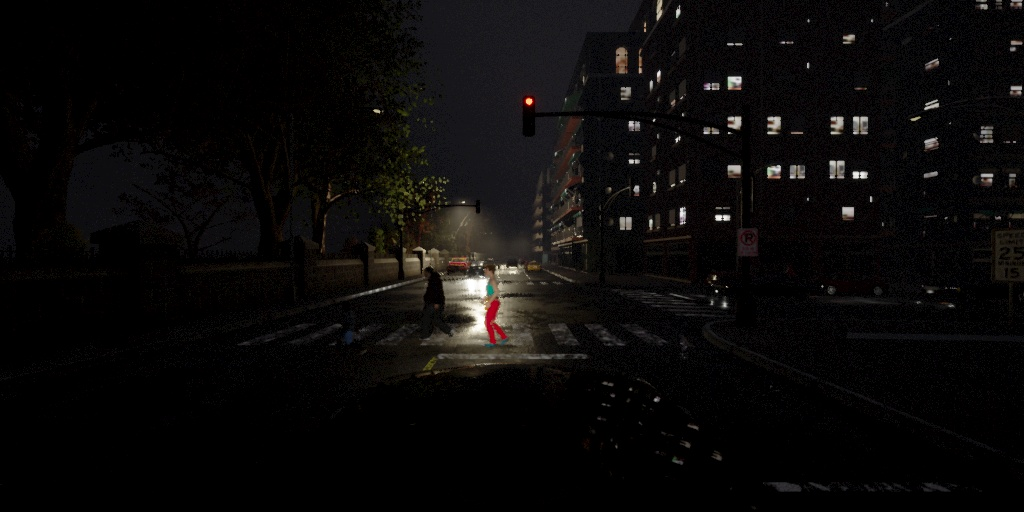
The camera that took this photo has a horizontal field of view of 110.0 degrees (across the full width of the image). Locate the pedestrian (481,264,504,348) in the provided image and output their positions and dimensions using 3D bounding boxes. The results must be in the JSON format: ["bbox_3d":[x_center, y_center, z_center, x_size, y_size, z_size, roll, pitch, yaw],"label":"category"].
[{"bbox_3d":[-0.419,1.043,7.805,0.375,1.860,0.375,0,0,0],"label":"pedestrian"}]

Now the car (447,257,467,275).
[{"bbox_3d":[-5.646,1.070,38.590,2.192,1.841,5.009,0,0,0],"label":"car"}]

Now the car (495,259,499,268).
[{"bbox_3d":[-3.041,1.265,45.946,1.837,1.490,4.892,0,0,0],"label":"car"}]

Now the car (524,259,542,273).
[{"bbox_3d":[2.741,1.283,44.286,1.751,1.417,4.829,0,0,0],"label":"car"}]

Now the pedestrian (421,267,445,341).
[{"bbox_3d":[-1.846,1.044,8.406,0.375,1.860,0.375,0,0,0],"label":"pedestrian"}]

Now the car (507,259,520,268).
[{"bbox_3d":[0.075,1.249,63.484,1.882,1.535,5.008,0,0,0],"label":"car"}]

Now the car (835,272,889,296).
[{"bbox_3d":[20.316,1.671,21.992,4.507,1.381,1.888,0,0,0],"label":"car"}]

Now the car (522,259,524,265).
[{"bbox_3d":[2.747,1.307,49.651,1.888,1.381,4.507,0,0,0],"label":"car"}]

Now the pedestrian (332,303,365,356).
[{"bbox_3d":[-3.284,1.043,7.208,0.375,1.860,0.375,0,0,0],"label":"pedestrian"}]

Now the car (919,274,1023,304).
[{"bbox_3d":[25.085,1.714,19.405,4.902,1.511,2.128,1,0,0],"label":"car"}]

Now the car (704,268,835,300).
[{"bbox_3d":[13.724,1.565,19.387,5.357,1.411,2.033,1,0,0],"label":"car"}]

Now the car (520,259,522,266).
[{"bbox_3d":[2.754,1.316,55.187,2.007,1.370,4.403,0,0,0],"label":"car"}]

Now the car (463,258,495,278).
[{"bbox_3d":[-3.063,1.245,34.348,2.128,1.511,4.902,0,0,0],"label":"car"}]

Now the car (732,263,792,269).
[{"bbox_3d":[14.622,1.338,21.981,5.009,1.841,2.192,0,0,0],"label":"car"}]
